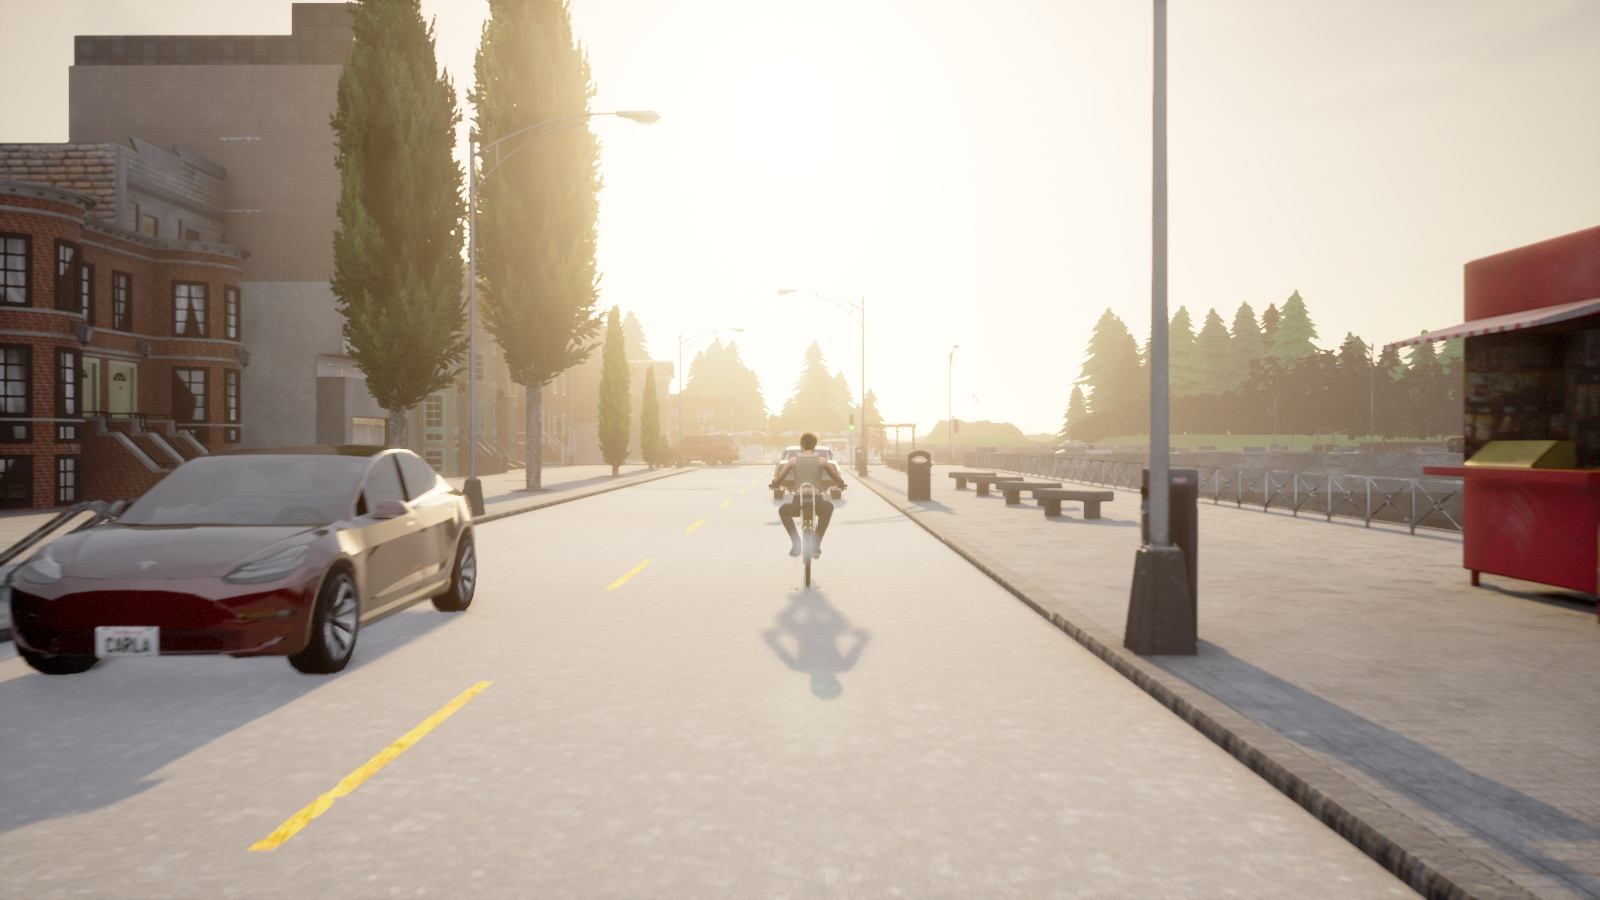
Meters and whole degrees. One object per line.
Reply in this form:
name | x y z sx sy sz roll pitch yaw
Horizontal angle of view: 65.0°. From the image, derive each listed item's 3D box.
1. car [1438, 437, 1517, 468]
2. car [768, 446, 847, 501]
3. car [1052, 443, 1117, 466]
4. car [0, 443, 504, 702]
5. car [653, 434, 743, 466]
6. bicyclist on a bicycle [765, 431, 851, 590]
car | 41.998 0.134 77.863 3.866 1.878 1.905 0 0 0
car | 0.208 0.595 34.977 2.033 1.411 5.357 0 0 0
car | 18.526 0.261 81.989 3.806 1.475 1.970 0 0 0
car | -3.931 0.688 9.621 2.163 1.488 4.792 0 0 0
car | -6.600 -0.002 81.266 5.566 2.045 2.150 0 0 29
bicyclist on a bicycle | 0.085 0.607 13.437 0.866 1.612 1.509 0 0 1
